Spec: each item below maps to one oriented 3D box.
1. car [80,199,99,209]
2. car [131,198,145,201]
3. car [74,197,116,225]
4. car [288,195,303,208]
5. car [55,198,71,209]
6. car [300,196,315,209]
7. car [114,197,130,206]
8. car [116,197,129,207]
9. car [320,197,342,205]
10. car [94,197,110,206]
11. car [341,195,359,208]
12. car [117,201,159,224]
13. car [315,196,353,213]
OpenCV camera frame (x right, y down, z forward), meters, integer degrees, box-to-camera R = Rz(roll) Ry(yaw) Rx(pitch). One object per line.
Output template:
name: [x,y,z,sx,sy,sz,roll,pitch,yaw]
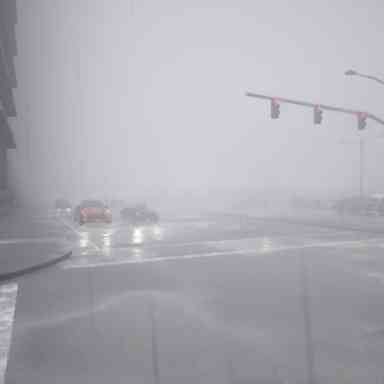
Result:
car: [-14.785,1.678,47.818,1.895,1.301,4.718,0,0,-25]
car: [-8.134,1.646,50.361,1.812,1.442,4.674,0,0,-25]
car: [-7.289,1.372,24.249,2.097,1.767,4.553,0,0,-26]
car: [16.489,1.449,49.411,4.605,1.855,1.932,0,0,-26]
car: [-18.388,1.604,47.249,2.033,1.411,5.357,0,0,-25]
car: [17.689,1.656,47.010,3.905,1.438,1.784,0,0,-26]
car: [-12.493,1.660,59.222,1.812,1.442,4.674,0,0,-26]
car: [-11.214,1.576,48.687,1.882,1.535,5.008,0,0,-25]
car: [26.502,1.766,63.547,3.905,1.438,1.784,0,0,-26]
car: [-15.641,1.617,57.693,1.837,1.490,4.892,0,0,-26]
car: [27.692,1.551,60.906,4.605,1.855,1.932,0,0,-26]
car: [-4.105,1.643,25.698,1.895,1.301,4.718,0,0,-26]
car: [18.935,1.683,44.397,3.806,1.475,1.970,0,0,-26]
